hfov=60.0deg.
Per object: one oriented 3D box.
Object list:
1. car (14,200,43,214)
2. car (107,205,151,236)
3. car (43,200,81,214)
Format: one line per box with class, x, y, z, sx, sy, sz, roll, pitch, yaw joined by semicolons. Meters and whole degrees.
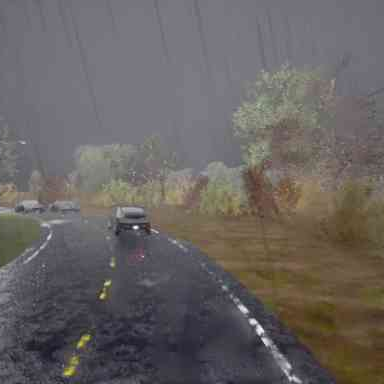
car;-17.405;1.581;35.583;2.033;1.411;5.357;-1;0;-43
car;-3.608;1.505;18.774;1.837;1.490;4.892;0;0;-20
car;-13.767;1.556;35.792;2.033;1.411;5.357;0;0;-41
